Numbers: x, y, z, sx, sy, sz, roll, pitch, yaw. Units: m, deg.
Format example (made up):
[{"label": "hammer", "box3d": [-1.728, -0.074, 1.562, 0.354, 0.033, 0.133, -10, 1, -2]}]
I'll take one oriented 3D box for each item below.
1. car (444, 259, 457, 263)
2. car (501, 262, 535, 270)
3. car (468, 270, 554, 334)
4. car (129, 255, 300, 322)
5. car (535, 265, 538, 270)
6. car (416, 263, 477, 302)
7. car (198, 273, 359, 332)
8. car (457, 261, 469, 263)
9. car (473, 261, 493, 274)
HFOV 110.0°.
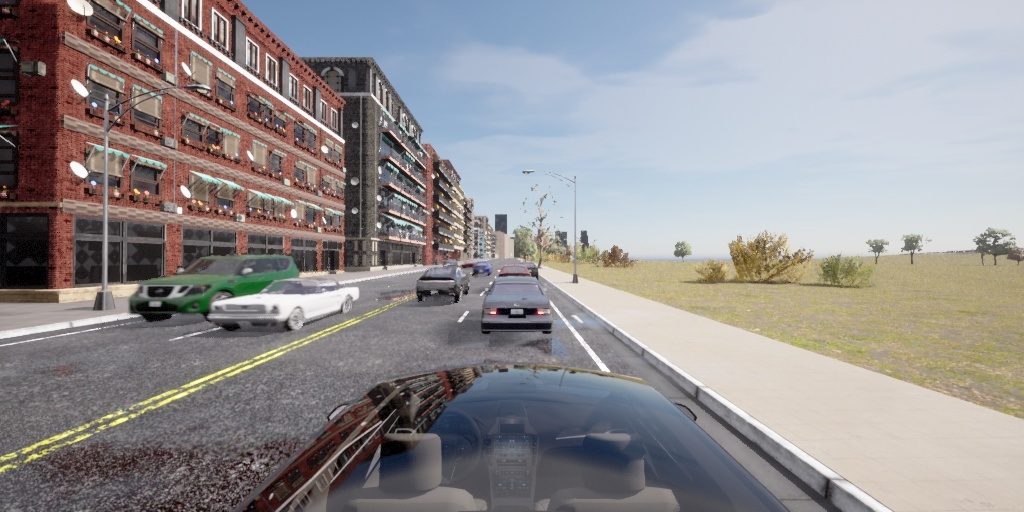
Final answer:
[{"label": "car", "box3d": [-9.694, 1.243, 56.454, 2.128, 1.511, 4.902, 0, 0, 0]}, {"label": "car", "box3d": [0.152, 1.231, 21.117, 1.882, 1.535, 5.008, 0, 0, 0]}, {"label": "car", "box3d": [0.122, 1.299, 10.577, 2.033, 1.411, 5.357, 0, 0, 0]}, {"label": "car", "box3d": [-9.825, 0.973, 12.643, 2.150, 2.045, 5.566, 0, 0, 0]}, {"label": "car", "box3d": [1.212, 1.232, 30.554, 1.882, 1.535, 5.008, 0, 0, 0]}, {"label": "car", "box3d": [-3.114, 1.245, 16.876, 2.128, 1.511, 4.902, 0, 0, 0]}, {"label": "car", "box3d": [-6.577, 1.352, 11.025, 1.895, 1.301, 4.718, 0, 0, 0]}, {"label": "car", "box3d": [-6.460, 1.353, 53.390, 1.895, 1.301, 4.718, 0, 0, 0]}, {"label": "car", "box3d": [-3.055, 1.279, 37.845, 1.812, 1.442, 4.674, 0, 0, 0]}]
